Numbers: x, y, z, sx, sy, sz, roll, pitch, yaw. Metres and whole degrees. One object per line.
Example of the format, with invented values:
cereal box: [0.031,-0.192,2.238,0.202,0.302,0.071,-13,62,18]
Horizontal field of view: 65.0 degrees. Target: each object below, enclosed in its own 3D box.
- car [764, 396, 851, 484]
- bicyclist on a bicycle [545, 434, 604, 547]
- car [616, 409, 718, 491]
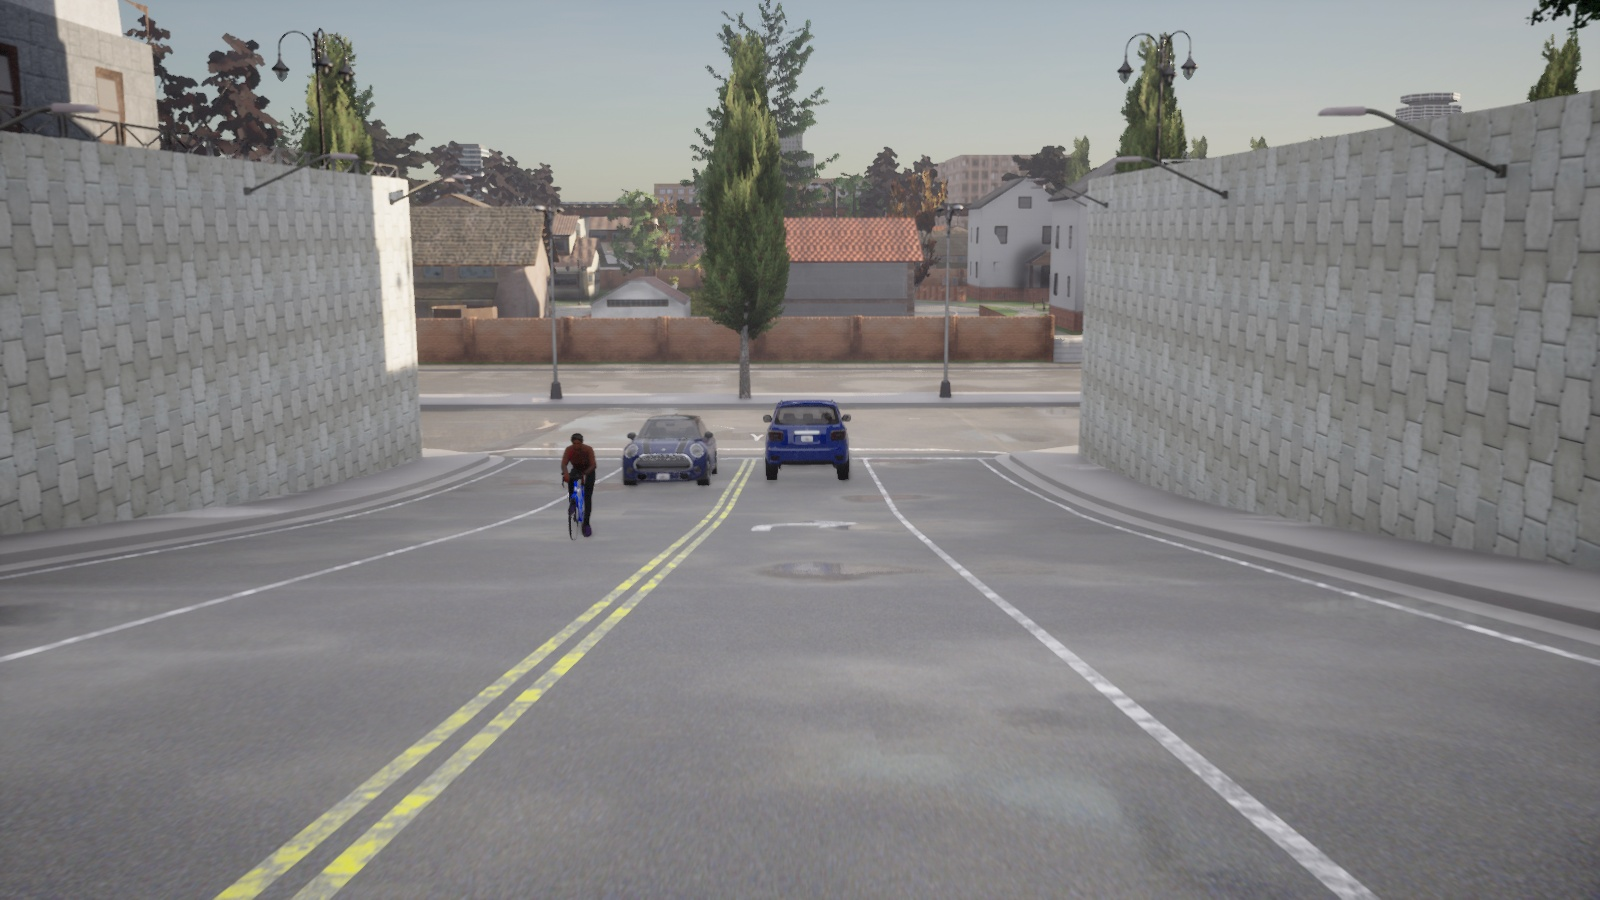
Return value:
car: [0.202,-0.365,33.840,2.150,2.045,5.566,0,4,0]
bicyclist on a bicycle: [-3.379,0.571,18.933,0.582,1.620,1.656,0,1,0]
car: [-3.292,-0.074,32.067,2.097,1.767,4.553,-1,4,0]
